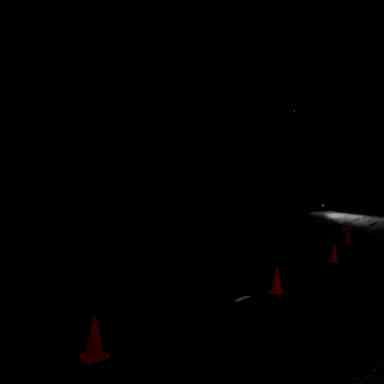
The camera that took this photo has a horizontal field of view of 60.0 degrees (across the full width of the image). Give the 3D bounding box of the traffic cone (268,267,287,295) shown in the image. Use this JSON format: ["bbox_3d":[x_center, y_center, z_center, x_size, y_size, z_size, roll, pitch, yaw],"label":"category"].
[{"bbox_3d":[2.009,2.061,7.829,0.340,0.580,0.340,-1,-2,43],"label":"traffic cone"}]

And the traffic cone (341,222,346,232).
[{"bbox_3d":[8.981,2.034,19.637,0.340,0.580,0.340,-2,1,18],"label":"traffic cone"}]

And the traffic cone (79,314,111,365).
[{"bbox_3d":[-1.365,2.026,4.686,0.340,0.580,0.340,1,-1,-39],"label":"traffic cone"}]

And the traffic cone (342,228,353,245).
[{"bbox_3d":[7.236,2.112,15.381,0.340,0.580,0.340,-2,0,26],"label":"traffic cone"}]

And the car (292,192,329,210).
[{"bbox_3d":[11.660,0.836,33.037,2.128,1.511,4.902,-2,4,-9],"label":"car"}]

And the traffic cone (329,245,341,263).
[{"bbox_3d":[4.898,2.108,11.421,0.340,0.580,0.340,-1,-1,35],"label":"traffic cone"}]
